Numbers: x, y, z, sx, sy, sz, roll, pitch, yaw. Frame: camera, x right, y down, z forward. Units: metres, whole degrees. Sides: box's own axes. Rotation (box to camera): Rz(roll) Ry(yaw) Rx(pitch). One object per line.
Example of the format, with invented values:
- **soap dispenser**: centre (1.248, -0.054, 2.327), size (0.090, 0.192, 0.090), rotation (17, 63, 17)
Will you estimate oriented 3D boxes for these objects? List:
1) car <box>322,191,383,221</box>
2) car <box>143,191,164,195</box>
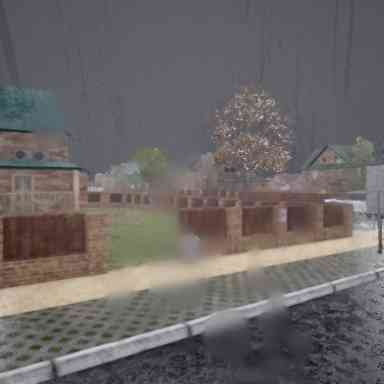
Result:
- **car**: centre (12.383, 0.931, 24.809), size (2.150, 2.045, 5.566), rotation (-2, 2, -37)
- **car**: centre (-6.026, 0.572, 51.048), size (2.128, 1.511, 4.902), rotation (-2, 2, -34)
